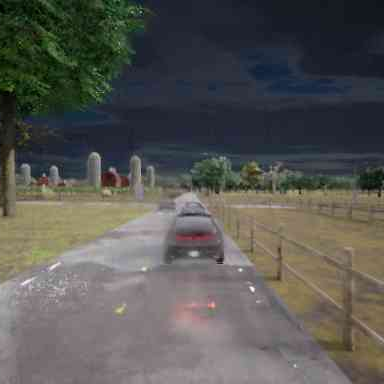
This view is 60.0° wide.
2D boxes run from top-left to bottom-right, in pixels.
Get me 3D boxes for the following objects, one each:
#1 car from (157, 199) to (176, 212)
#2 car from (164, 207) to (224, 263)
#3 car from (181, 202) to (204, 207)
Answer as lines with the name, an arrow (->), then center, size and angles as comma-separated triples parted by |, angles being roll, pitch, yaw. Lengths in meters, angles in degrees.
car -> -2.794, 1.455, 38.045 | 2.033, 1.411, 5.357 | 0, 0, 1
car -> 0.070, 1.486, 11.789 | 1.837, 1.490, 4.892 | 0, 0, 0
car -> 0.070, 1.506, 26.786 | 1.994, 1.385, 4.181 | 0, 0, 0
